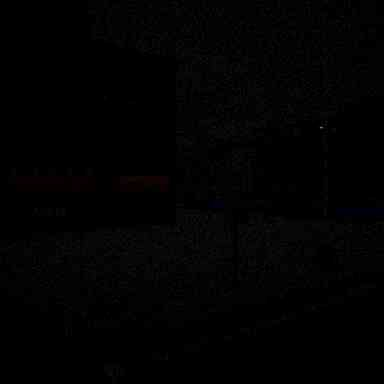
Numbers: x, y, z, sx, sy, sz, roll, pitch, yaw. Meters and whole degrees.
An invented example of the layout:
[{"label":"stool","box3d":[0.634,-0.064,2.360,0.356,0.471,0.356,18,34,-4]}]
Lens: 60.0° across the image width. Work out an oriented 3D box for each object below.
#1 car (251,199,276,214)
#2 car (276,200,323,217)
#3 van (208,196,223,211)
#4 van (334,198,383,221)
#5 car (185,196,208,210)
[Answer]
[{"label":"car","box3d":[7.421,1.521,36.302,1.967,1.590,4.097,0,0,-36]},{"label":"car","box3d":[10.606,1.505,31.847,1.967,1.590,4.097,0,0,-36]},{"label":"van","box3d":[4.236,1.439,40.756,1.690,1.788,3.998,0,0,-36]},{"label":"van","box3d":[13.790,1.390,27.393,1.690,1.788,3.998,0,0,-36]},{"label":"car","box3d":[1.052,1.430,45.208,2.192,1.841,5.009,0,0,-36]}]
